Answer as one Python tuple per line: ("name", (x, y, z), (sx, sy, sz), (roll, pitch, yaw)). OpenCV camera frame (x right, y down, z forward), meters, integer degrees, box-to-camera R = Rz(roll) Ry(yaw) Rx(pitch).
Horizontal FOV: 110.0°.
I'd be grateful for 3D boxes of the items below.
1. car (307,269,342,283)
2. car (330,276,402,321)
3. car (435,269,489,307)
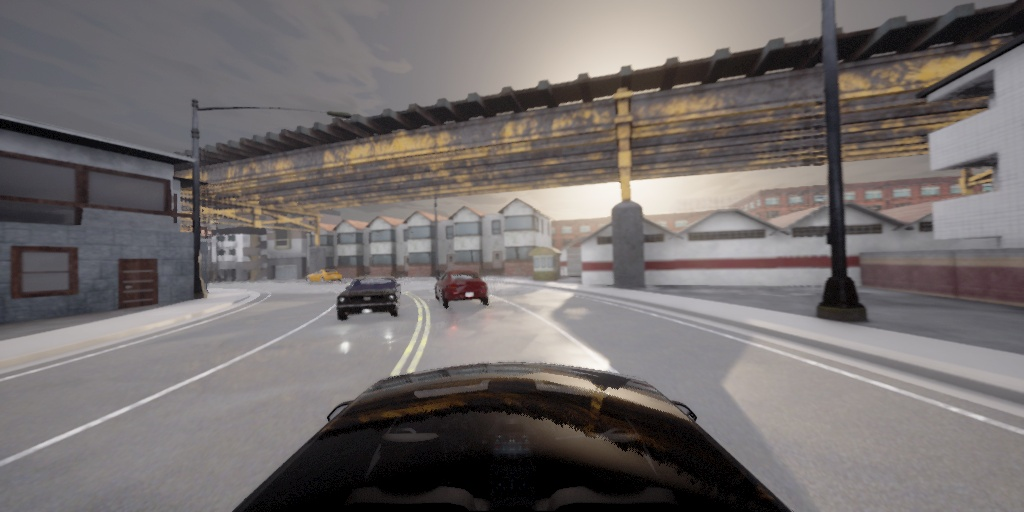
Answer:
("car", (-21.210, 2.256, 40.448), (5.008, 1.535, 1.882), (-3, -2, 35))
("car", (-5.100, 1.424, 13.270), (1.895, 1.301, 4.718), (-1, 0, -16))
("car", (-2.260, 1.292, 15.555), (1.812, 1.442, 4.674), (-1, 0, -17))
